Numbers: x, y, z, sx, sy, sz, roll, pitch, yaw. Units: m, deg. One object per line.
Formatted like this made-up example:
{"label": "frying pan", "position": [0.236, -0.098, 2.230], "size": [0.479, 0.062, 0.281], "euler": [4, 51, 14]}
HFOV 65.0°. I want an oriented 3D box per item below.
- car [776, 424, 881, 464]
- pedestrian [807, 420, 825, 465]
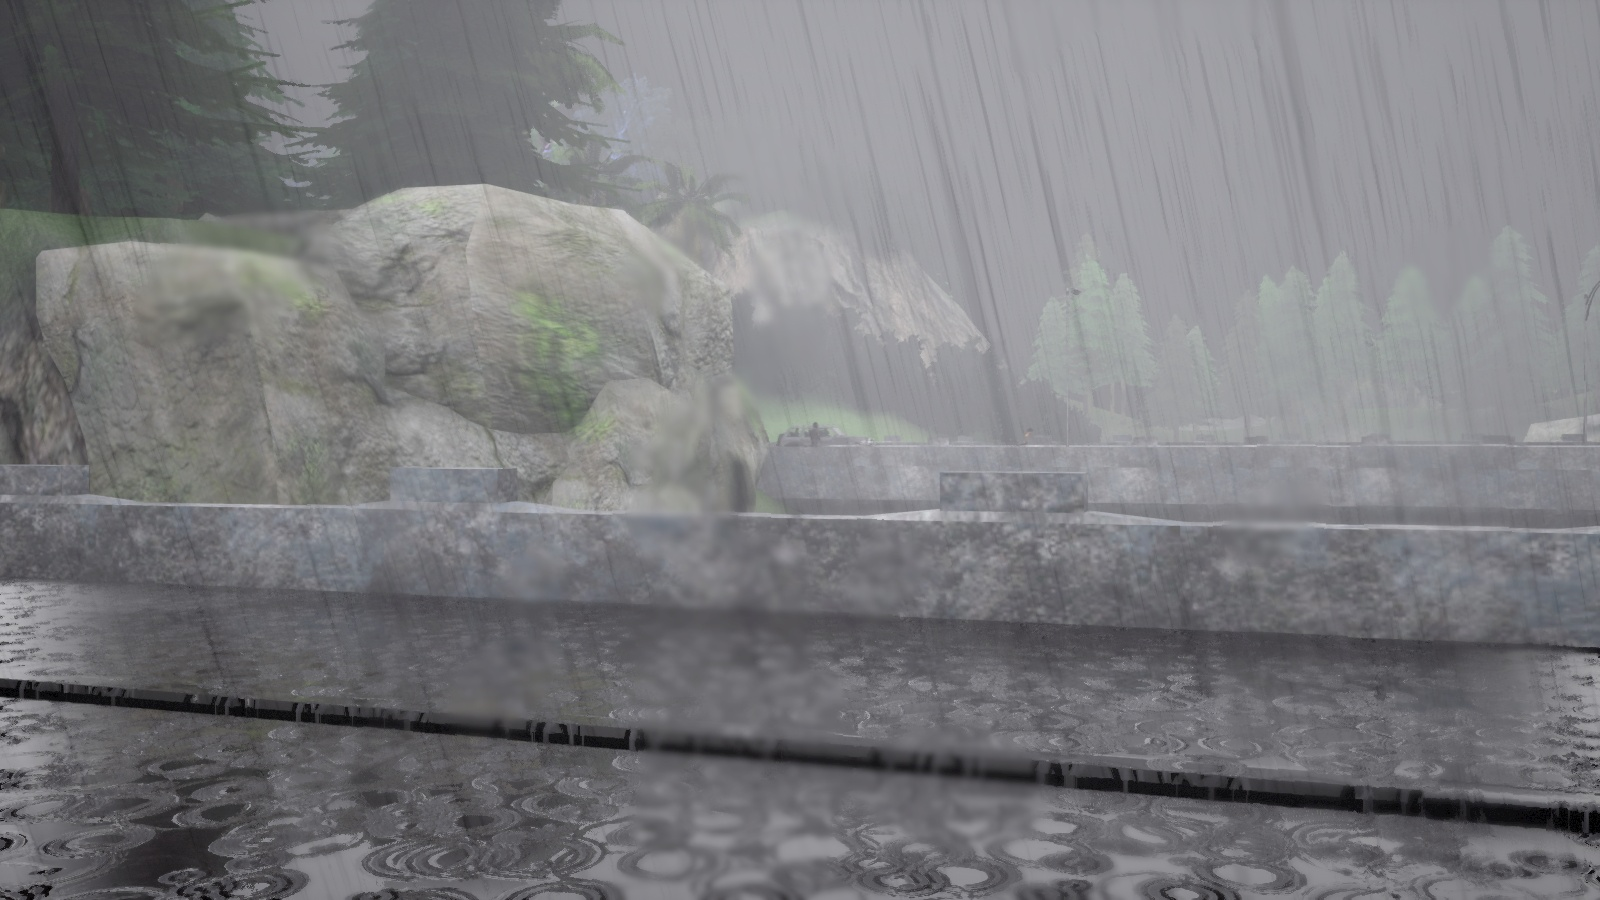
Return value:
{"label": "car", "position": [1.377, -0.308, 59.690], "size": [4.605, 1.855, 1.932], "euler": [1, 1, 19]}
{"label": "pedestrian", "position": [0.678, -0.338, 54.798], "size": [0.666, 1.930, 0.402], "euler": [1, 1, 30]}
